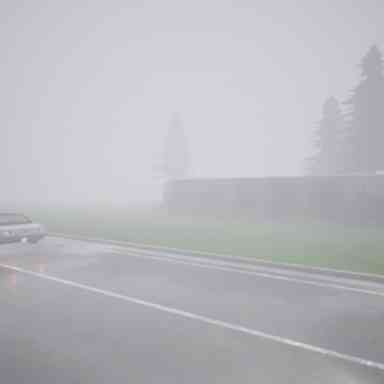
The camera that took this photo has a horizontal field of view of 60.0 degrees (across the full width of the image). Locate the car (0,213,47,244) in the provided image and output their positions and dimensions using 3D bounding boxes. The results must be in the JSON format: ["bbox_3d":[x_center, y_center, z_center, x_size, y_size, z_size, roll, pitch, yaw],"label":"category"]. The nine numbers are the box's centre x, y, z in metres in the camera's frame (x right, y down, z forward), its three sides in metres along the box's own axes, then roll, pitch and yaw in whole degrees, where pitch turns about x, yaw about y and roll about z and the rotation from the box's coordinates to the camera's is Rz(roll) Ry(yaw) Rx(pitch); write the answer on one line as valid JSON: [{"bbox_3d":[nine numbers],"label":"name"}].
[{"bbox_3d":[-8.341,1.562,14.246,4.718,1.301,1.895,0,0,36],"label":"car"}]
